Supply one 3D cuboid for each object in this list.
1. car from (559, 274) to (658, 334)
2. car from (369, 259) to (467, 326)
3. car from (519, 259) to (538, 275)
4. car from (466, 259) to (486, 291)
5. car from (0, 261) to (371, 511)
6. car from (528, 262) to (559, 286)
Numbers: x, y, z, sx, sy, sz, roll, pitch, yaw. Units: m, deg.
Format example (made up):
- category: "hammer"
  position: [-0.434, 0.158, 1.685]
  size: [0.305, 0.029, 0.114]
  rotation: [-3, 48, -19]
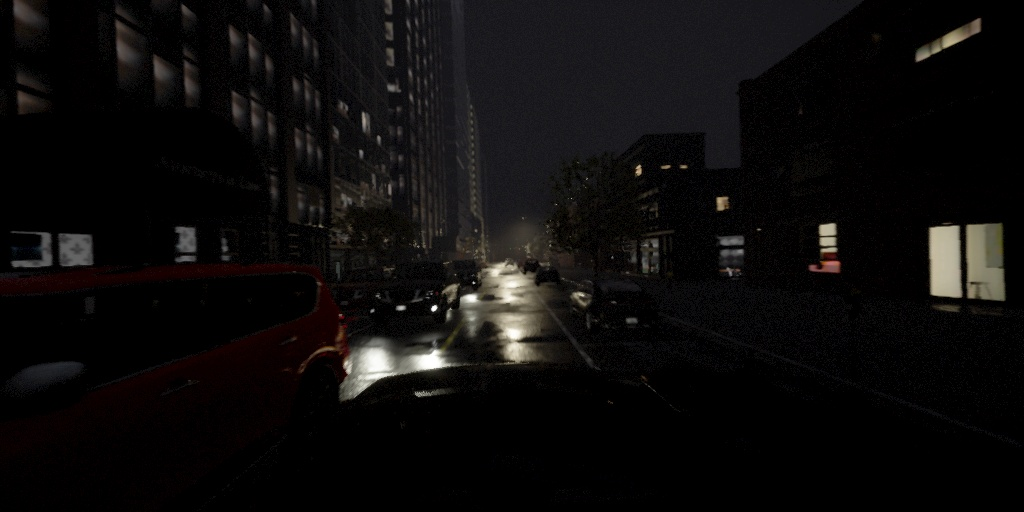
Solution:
- category: "car"
  position: [2.749, 1.264, 10.384]
  size: [2.007, 1.370, 4.403]
  rotation: [0, 0, 0]
- category: "car"
  position: [-3.223, 1.166, 13.114]
  size: [2.150, 2.045, 5.566]
  rotation: [-2, 0, 0]
- category: "car"
  position: [2.393, 1.293, 43.589]
  size: [2.192, 1.841, 5.009]
  rotation: [0, 0, 0]
- category: "car"
  position: [-3.282, 1.253, 24.673]
  size: [2.150, 2.045, 5.566]
  rotation: [-2, 0, 0]
- category: "car"
  position: [-3.150, 1.082, 2.390]
  size: [2.150, 2.045, 5.566]
  rotation: [-2, 0, 0]
- category: "car"
  position: [2.523, 1.393, 26.250]
  size: [2.007, 1.370, 4.403]
  rotation: [0, 0, 0]
